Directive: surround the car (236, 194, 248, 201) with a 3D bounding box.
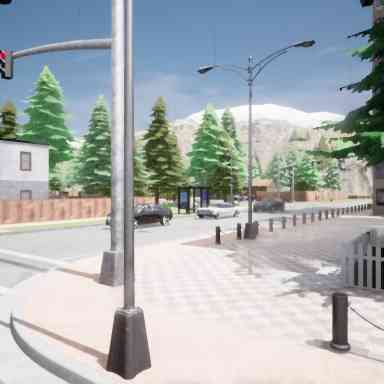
[{"bbox_3d":[12.935,1.144,77.994,1.932,1.855,4.605,0,0,36],"label":"car"}]

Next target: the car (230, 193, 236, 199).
[{"bbox_3d":[10.671,1.146,79.154,1.905,1.878,3.866,0,0,36],"label":"car"}]

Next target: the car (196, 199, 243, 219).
[{"bbox_3d":[2.353,1.586,28.654,1.895,1.301,4.718,0,0,37],"label":"car"}]

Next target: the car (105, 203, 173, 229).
[{"bbox_3d":[-3.267,1.476,21.264,2.128,1.511,4.902,0,0,37],"label":"car"}]

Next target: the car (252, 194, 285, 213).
[{"bbox_3d":[8.544,1.337,36.763,2.097,1.767,4.553,0,0,38],"label":"car"}]
